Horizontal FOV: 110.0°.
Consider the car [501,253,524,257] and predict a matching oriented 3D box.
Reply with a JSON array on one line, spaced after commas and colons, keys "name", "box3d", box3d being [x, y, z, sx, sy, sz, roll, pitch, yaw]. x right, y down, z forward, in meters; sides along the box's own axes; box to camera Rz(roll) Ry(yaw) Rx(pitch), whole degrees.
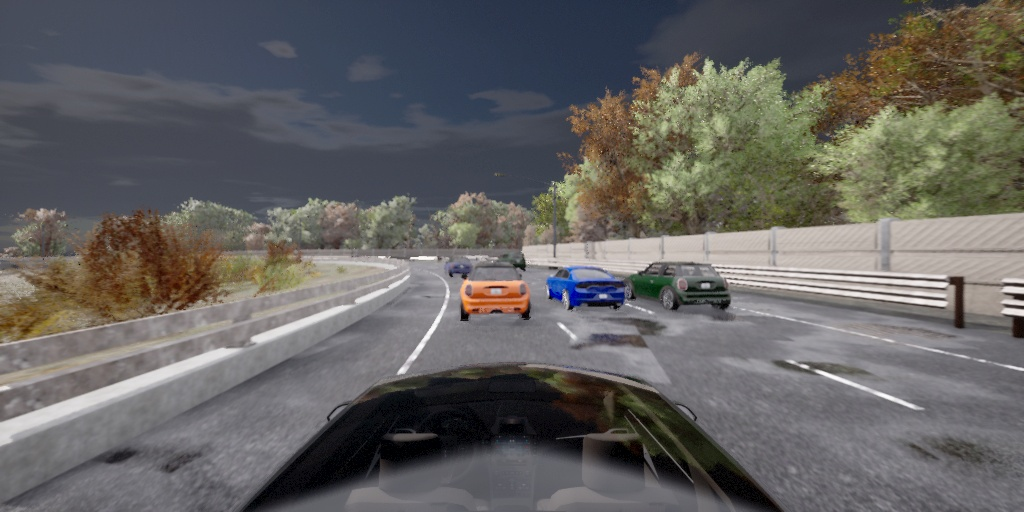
[{"name": "car", "box3d": [-0.212, 0.659, 40.095, 2.150, 2.045, 5.566, 0, 0, -19]}]

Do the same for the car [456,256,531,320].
[{"name": "car", "box3d": [-0.691, 1.018, 12.384, 2.097, 1.767, 4.553, 0, 0, -6]}]

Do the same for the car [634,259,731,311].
[{"name": "car", "box3d": [6.104, 0.979, 13.902, 2.097, 1.767, 4.553, 0, 0, -7]}]

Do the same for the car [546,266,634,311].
[{"name": "car", "box3d": [2.629, 1.118, 13.972, 1.882, 1.535, 5.008, 0, 1, -7]}]

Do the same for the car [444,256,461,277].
[{"name": "car", "box3d": [-4.790, 0.875, 31.824, 2.097, 1.767, 4.553, 0, 1, -17]}]

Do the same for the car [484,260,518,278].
[{"name": "car", "box3d": [-1.018, 1.075, 31.467, 1.994, 1.385, 4.181, 0, 0, -16]}]
